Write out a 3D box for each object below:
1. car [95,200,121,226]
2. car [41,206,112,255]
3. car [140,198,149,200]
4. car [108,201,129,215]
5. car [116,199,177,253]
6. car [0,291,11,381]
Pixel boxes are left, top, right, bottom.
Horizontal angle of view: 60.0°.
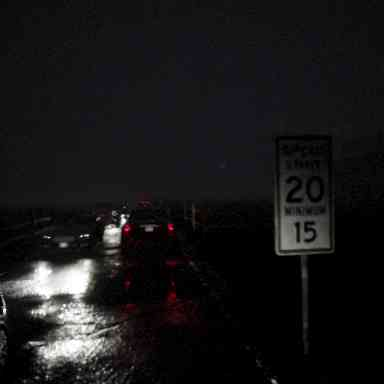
[{"bbox_3d":[-6.324,1.471,24.363,2.097,1.767,4.553,-1,0,-8],"label":"car"},{"bbox_3d":[-4.796,1.583,13.939,2.128,1.511,4.902,-1,0,-8],"label":"car"},{"bbox_3d":[-6.884,1.634,48.307,1.837,1.490,4.892,-1,0,-8],"label":"car"},{"bbox_3d":[-8.132,1.754,37.037,1.895,1.301,4.718,-1,0,-8],"label":"car"},{"bbox_3d":[-1.862,1.384,14.182,2.097,1.767,4.553,-1,0,-8],"label":"car"},{"bbox_3d":[-3.115,1.413,2.220,2.097,1.767,4.553,-1,0,-7],"label":"car"}]
